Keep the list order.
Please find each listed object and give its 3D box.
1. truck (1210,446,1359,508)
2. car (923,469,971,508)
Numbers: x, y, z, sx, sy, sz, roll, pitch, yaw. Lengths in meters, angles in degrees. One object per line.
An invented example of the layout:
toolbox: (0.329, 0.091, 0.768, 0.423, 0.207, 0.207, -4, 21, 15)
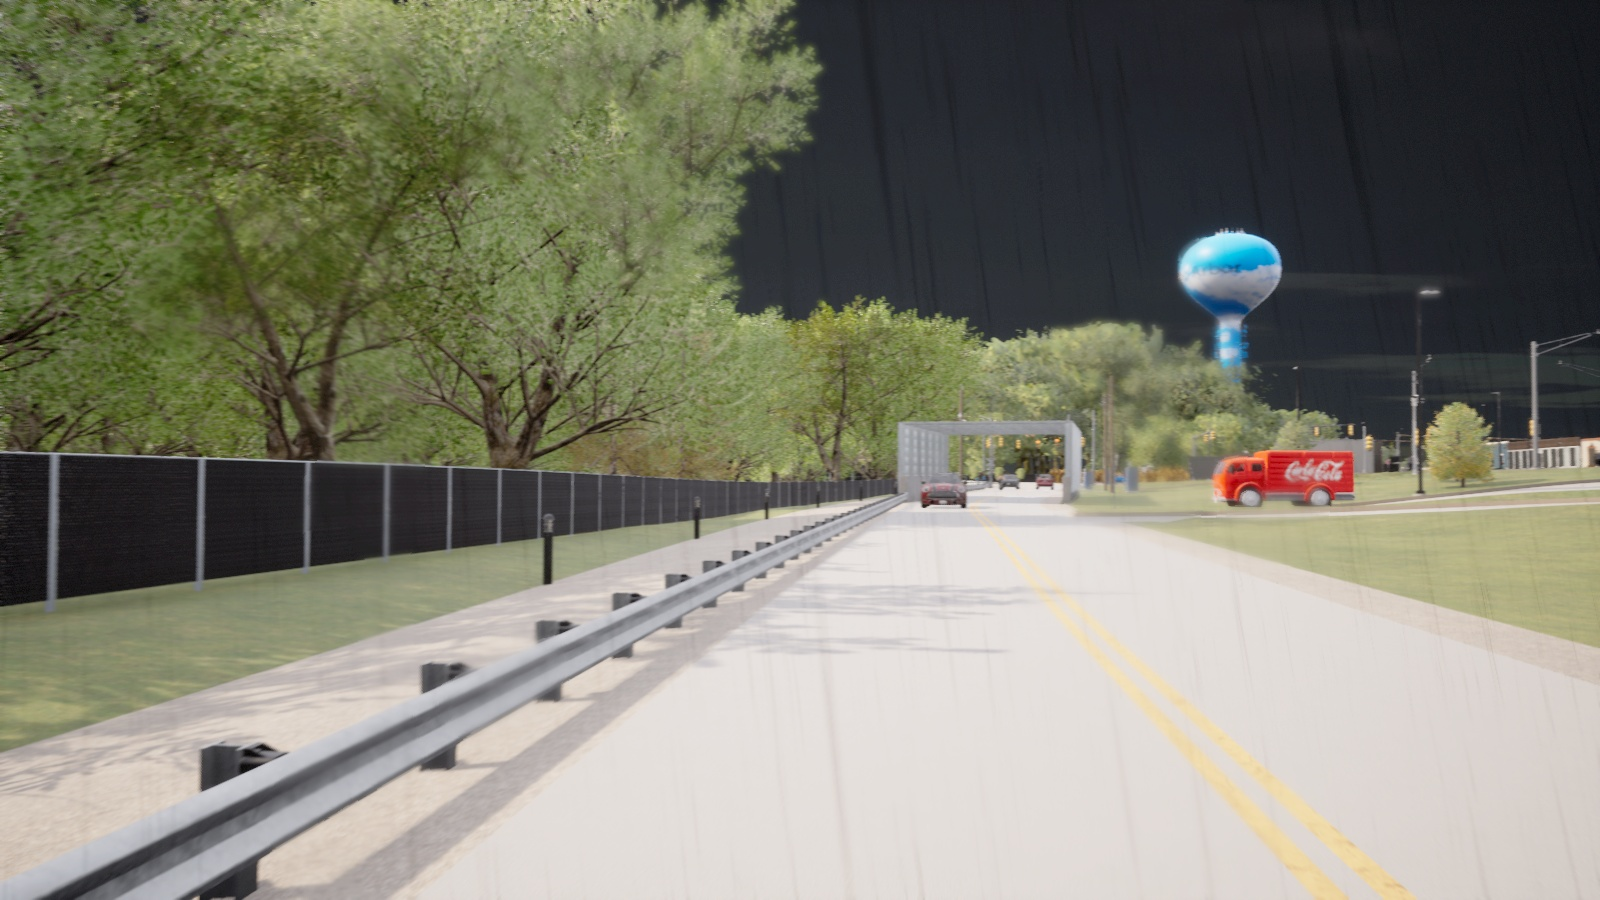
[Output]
truck: (19.940, 1.133, 51.940, 5.204, 2.467, 2.627, 0, -2, 6)
car: (6.969, 1.777, 59.092, 2.097, 1.767, 4.553, 0, -1, 8)
